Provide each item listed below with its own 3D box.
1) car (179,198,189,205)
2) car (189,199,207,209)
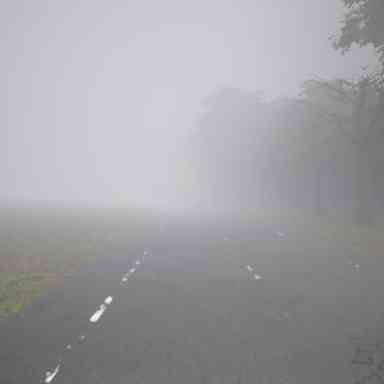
[{"bbox_3d":[-1.604,1.969,71.811,2.033,1.411,5.357,1,0,-9],"label":"car"},{"bbox_3d":[1.165,1.856,51.537,1.837,1.490,4.892,1,0,-6],"label":"car"}]
